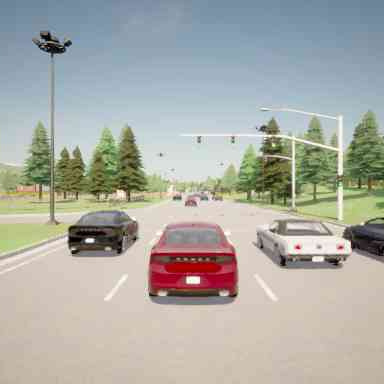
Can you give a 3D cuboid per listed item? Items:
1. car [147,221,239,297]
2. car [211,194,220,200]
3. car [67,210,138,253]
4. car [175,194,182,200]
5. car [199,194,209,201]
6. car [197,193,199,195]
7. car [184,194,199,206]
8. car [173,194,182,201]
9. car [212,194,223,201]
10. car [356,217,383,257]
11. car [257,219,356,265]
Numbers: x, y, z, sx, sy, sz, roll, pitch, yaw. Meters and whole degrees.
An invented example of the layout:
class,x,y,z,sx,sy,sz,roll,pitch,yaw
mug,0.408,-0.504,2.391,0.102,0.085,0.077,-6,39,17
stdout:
class,x,y,z,sx,sy,sz,roll,pitch,yaw
car,0.033,1.478,8.628,1.882,1.535,5.008,0,0,0
car,6.673,1.372,94.287,2.033,1.411,5.357,0,0,0
car,-3.445,1.478,13.656,1.882,1.535,5.008,0,0,0
car,-3.827,1.310,94.250,1.882,1.535,5.008,0,0,0
car,3.208,1.516,84.272,1.812,1.442,4.674,0,0,0
car,3.173,1.357,94.275,2.128,1.511,4.902,0,0,0
car,-0.184,1.525,53.230,1.812,1.442,4.674,0,0,0
car,-3.791,1.469,83.831,1.882,1.535,5.008,0,0,0
car,6.709,1.517,83.867,2.128,1.511,4.902,0,0,0
car,7.060,1.564,11.740,1.994,1.385,4.181,0,0,0
car,3.562,1.601,11.632,1.895,1.301,4.718,0,0,0
